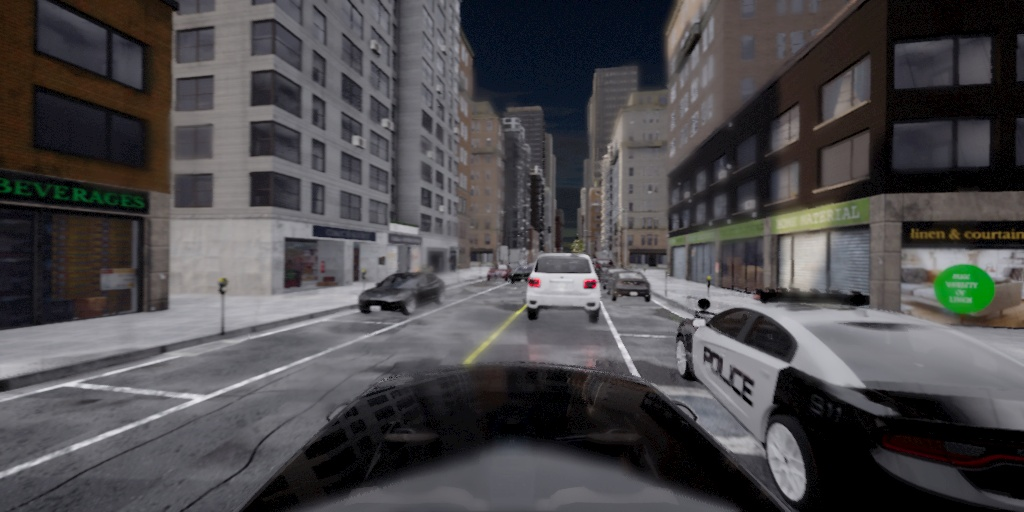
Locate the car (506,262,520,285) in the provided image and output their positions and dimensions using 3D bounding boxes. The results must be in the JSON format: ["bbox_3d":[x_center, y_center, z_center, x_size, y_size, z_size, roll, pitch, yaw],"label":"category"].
[{"bbox_3d":[1.115,1.355,26.323,1.895,1.301,4.718,1,0,11],"label":"car"}]

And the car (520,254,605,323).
[{"bbox_3d":[1.855,0.980,12.535,2.150,2.045,5.566,1,-1,10],"label":"car"}]

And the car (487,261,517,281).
[{"bbox_3d":[-0.899,1.313,29.641,1.802,1.307,4.207,0,0,10],"label":"car"}]

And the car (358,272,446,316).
[{"bbox_3d":[-3.874,1.270,13.335,1.948,1.339,4.313,0,0,10],"label":"car"}]

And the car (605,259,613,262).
[{"bbox_3d":[8.481,1.147,33.553,2.192,1.841,5.009,0,0,10],"label":"car"}]

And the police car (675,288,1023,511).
[{"bbox_3d":[3.430,1.211,4.286,1.930,1.638,5.238,1,0,10],"label":"police car"}]

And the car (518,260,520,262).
[{"bbox_3d":[0.093,1.306,35.077,1.948,1.339,4.313,0,0,10],"label":"car"}]

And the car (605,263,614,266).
[{"bbox_3d":[6.498,1.364,22.685,2.007,1.370,4.403,0,0,10],"label":"car"}]

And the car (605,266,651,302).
[{"bbox_3d":[5.507,1.355,17.251,2.007,1.370,4.403,0,0,10],"label":"car"}]
